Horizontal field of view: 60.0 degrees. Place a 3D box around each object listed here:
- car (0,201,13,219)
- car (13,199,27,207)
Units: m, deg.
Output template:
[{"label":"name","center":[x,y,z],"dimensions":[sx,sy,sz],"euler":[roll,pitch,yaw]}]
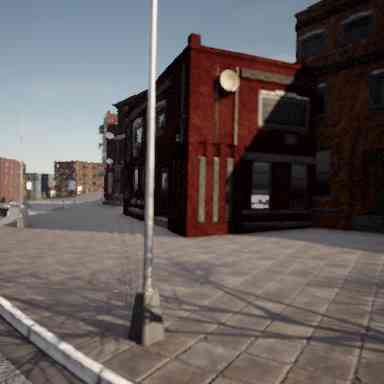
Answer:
[{"label":"car","center":[-17.706,1.598,29.512],"dimensions":[1.882,1.535,5.008],"euler":[1,-1,-17]},{"label":"car","center":[-28.963,1.846,55.546],"dimensions":[1.895,1.301,4.718],"euler":[1,-1,-15]}]
